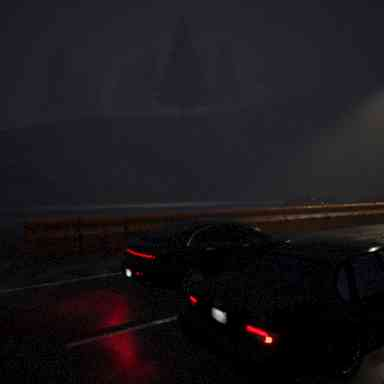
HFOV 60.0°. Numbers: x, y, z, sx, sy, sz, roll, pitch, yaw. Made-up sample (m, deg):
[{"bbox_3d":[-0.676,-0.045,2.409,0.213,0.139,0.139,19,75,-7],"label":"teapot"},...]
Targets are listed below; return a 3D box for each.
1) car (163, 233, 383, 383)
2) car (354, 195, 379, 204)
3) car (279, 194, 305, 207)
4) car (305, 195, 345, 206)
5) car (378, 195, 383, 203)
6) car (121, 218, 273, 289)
[{"bbox_3d":[2.424,1.483,5.304,5.357,1.411,2.033,-1,1,-33],"label":"car"},{"bbox_3d":[19.520,1.055,35.915,4.892,1.490,1.837,0,0,-30],"label":"car"},{"bbox_3d":[12.601,1.037,40.036,4.902,1.511,2.128,0,1,-30],"label":"car"},{"bbox_3d":[15.286,1.119,37.539,4.181,1.385,1.994,0,1,-30],"label":"car"},{"bbox_3d":[20.786,1.174,32.610,4.718,1.301,1.895,-1,1,-30],"label":"car"},{"bbox_3d":[0.701,1.420,8.300,4.892,1.490,1.837,-1,1,-33],"label":"car"}]
